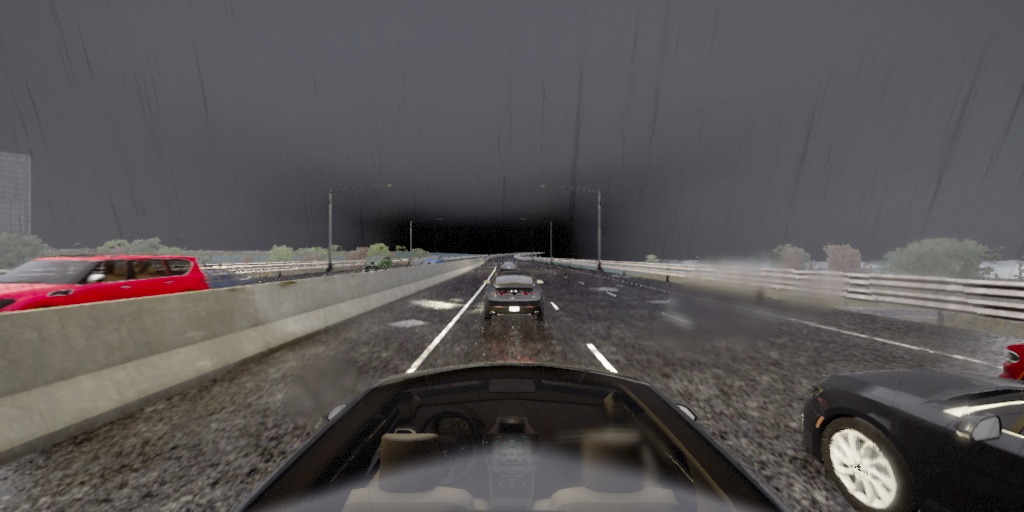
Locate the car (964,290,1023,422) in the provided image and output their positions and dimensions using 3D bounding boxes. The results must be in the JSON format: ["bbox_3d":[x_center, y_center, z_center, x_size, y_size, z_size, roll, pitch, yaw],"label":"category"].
[{"bbox_3d":[7.093,1.226,2.374,1.882,1.535,5.008,0,0,0],"label":"car"}]

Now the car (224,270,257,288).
[{"bbox_3d":[-14.171,1.288,16.229,2.033,1.411,5.357,0,0,0],"label":"car"}]

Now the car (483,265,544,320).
[{"bbox_3d":[0.053,1.246,12.552,1.837,1.490,4.892,0,0,0],"label":"car"}]

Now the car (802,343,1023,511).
[{"bbox_3d":[3.594,1.254,1.300,1.837,1.490,4.892,0,0,0],"label":"car"}]

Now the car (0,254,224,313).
[{"bbox_3d":[-10.625,0.969,9.030,2.150,2.045,5.566,0,0,0],"label":"car"}]

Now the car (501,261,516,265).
[{"bbox_3d":[-0.415,1.265,43.344,1.994,1.385,4.181,0,0,-1],"label":"car"}]

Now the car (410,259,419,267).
[{"bbox_3d":[-14.969,1.187,57.708,1.837,1.490,4.892,0,0,-1],"label":"car"}]

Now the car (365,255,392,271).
[{"bbox_3d":[-18.239,0.919,49.417,2.150,2.045,5.566,0,0,-1],"label":"car"}]

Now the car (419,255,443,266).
[{"bbox_3d":[-11.300,0.913,51.790,2.150,2.045,5.566,0,0,-1],"label":"car"}]
